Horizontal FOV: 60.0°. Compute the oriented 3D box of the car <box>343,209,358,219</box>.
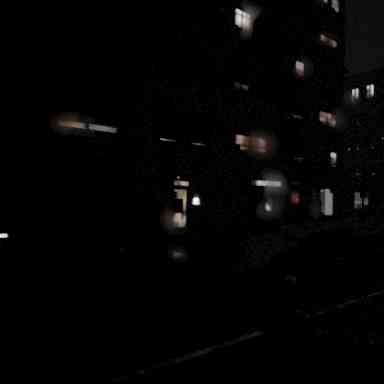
[{"bbox_3d":[14.094,1.906,33.757,1.967,1.590,4.097,1,-1,-36],"label":"car"}]

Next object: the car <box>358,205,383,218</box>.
[{"bbox_3d":[20.694,2.210,38.513,2.008,1.369,4.403,1,-1,-36],"label":"car"}]

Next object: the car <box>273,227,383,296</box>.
[{"bbox_3d":[4.087,1.670,8.959,4.313,1.339,1.947,1,0,-35],"label":"car"}]
